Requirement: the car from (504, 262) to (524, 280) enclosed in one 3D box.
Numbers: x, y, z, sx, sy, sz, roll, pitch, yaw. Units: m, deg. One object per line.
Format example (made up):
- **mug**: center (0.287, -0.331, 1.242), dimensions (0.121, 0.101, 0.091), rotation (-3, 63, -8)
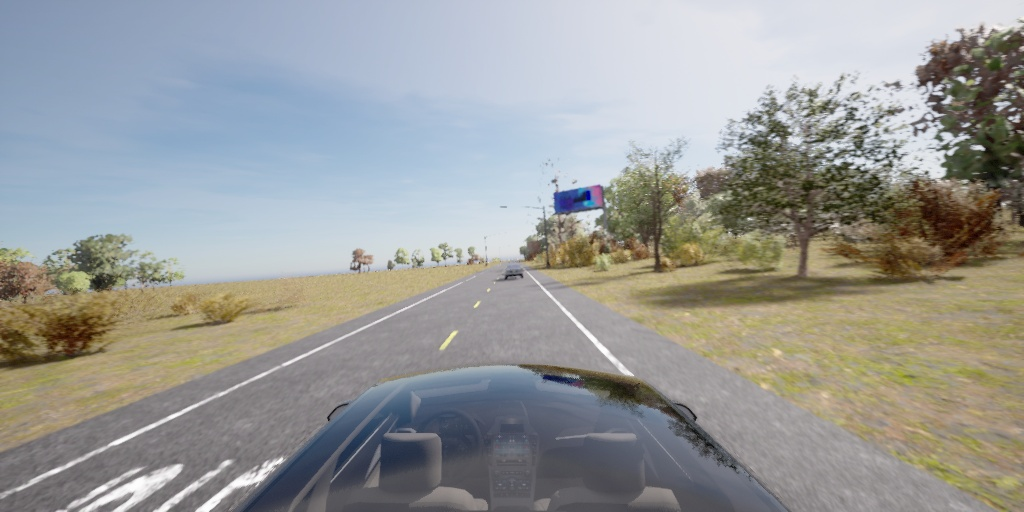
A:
- **car**: center (0.215, 1.522, 35.881), dimensions (2.033, 1.411, 5.357), rotation (-5, 0, 1)
